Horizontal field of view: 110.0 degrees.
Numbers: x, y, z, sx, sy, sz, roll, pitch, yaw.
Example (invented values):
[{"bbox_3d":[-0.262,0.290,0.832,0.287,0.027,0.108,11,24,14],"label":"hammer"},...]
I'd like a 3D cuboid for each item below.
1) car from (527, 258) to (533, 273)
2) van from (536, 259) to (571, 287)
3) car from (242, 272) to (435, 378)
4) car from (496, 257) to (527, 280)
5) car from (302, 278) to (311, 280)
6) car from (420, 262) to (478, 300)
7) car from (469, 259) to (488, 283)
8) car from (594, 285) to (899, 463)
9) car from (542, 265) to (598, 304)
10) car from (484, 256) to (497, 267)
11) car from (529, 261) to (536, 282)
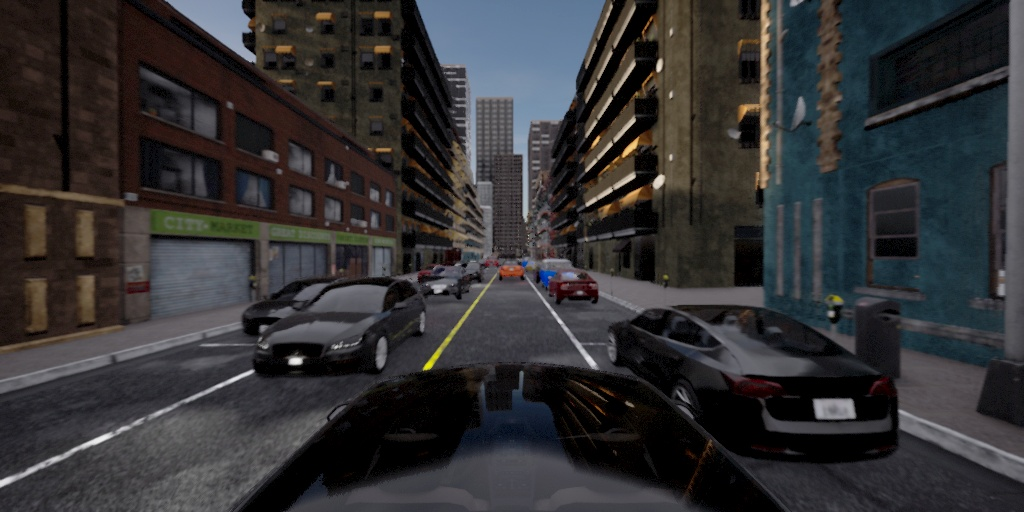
[{"bbox_3d":[2.479,1.257,43.900,1.751,1.417,4.829,0,0,0],"label":"car"},{"bbox_3d":[2.596,1.077,21.637,1.690,1.789,3.998,0,0,0],"label":"van"},{"bbox_3d":[-3.119,1.259,7.572,1.837,1.490,4.892,0,0,0],"label":"car"},{"bbox_3d":[-0.047,1.091,31.401,2.097,1.767,4.553,0,0,-1],"label":"car"},{"bbox_3d":[-5.727,1.324,10.559,1.948,1.339,4.313,0,0,0],"label":"car"},{"bbox_3d":[-3.164,1.242,17.894,2.128,1.511,4.902,0,0,0],"label":"car"},{"bbox_3d":[-3.177,1.252,28.328,1.837,1.490,4.892,0,0,0],"label":"car"},{"bbox_3d":[2.684,1.308,5.067,1.948,1.339,4.313,0,0,0],"label":"car"},{"bbox_3d":[2.625,1.283,16.114,1.888,1.381,4.507,0,0,0],"label":"car"},{"bbox_3d":[-3.336,0.982,60.764,2.150,2.045,5.566,0,0,0],"label":"car"},{"bbox_3d":[2.567,1.300,27.161,1.948,1.339,4.313,0,0,0],"label":"car"}]
